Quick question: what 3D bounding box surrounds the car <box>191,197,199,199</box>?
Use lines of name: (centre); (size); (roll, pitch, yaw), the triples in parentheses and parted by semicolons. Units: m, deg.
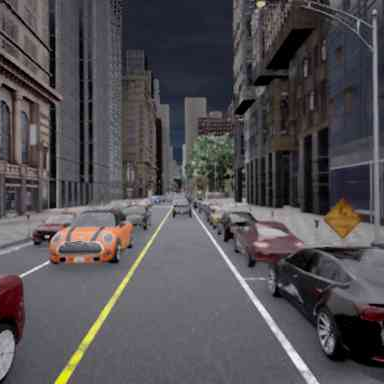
car: (1.197, 1.808, 49.664); (1.947, 1.339, 4.313); (0, 0, -2)

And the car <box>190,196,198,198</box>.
car: (1.019, 1.835, 55.148); (1.947, 1.339, 4.313); (0, 0, -2)

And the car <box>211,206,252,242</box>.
car: (2.269, 1.635, 16.760); (1.947, 1.339, 4.313); (-1, 0, -2)

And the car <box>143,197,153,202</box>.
car: (-7.318, 1.841, 49.227); (1.752, 1.417, 4.829); (0, 0, -2)

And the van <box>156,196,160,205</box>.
van: (-7.861, 1.739, 65.851); (1.690, 1.788, 3.998); (0, 0, -2)

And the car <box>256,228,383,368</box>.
car: (2.626, 1.573, 5.793); (1.947, 1.339, 4.313); (-1, 0, -2)

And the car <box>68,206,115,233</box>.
car: (-6.425, 1.698, 21.802); (1.752, 1.417, 4.829); (-1, 0, -2)

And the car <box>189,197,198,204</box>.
car: (0.298, 1.903, 77.253); (1.752, 1.417, 4.829); (0, 0, -2)

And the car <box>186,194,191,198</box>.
car: (0.480, 1.665, 71.600); (2.192, 1.841, 5.009); (0, 0, -2)

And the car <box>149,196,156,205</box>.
car: (-7.503, 1.784, 54.882); (1.967, 1.590, 4.097); (0, 0, -2)

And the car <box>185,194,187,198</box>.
car: (0.124, 1.719, 82.567); (2.192, 1.841, 5.009); (0, 0, -2)

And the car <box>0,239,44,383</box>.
car: (-3.132, 1.519, 2.509); (1.882, 1.535, 5.008); (0, 0, -2)

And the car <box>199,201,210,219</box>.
car: (1.912, 1.681, 27.728); (2.008, 1.369, 4.403); (-1, 0, -2)

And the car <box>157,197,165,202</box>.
car: (-8.753, 2.092, 93.275); (1.947, 1.339, 4.313); (0, 0, -2)

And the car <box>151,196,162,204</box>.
car: (-8.219, 1.767, 76.821); (2.192, 1.841, 5.009); (0, 0, -2)

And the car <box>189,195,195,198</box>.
car: (0.834, 1.822, 60.802); (1.752, 1.417, 4.829); (0, 0, -2)

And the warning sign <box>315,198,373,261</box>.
warning sign: (4.774, 1.129, 10.544); (1.300, 1.860, 1.060); (0, 0, -2)

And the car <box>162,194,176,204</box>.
car: (-5.430, 1.709, 76.057); (2.097, 1.767, 4.553); (-1, 0, -2)

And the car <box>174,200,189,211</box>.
car: (-1.402, 1.849, 45.893); (1.895, 1.301, 4.718); (-1, 0, -1)

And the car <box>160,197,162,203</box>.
car: (-8.039, 1.865, 71.336); (1.967, 1.590, 4.097); (0, 0, -2)

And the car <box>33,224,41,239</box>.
car: (-6.252, 1.688, 16.487); (1.887, 1.381, 4.507); (-1, 0, -2)

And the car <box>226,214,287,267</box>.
car: (2.448, 1.620, 11.277); (1.802, 1.307, 4.206); (-1, 0, -2)

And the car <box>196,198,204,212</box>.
car: (1.555, 1.739, 38.697); (2.008, 1.369, 4.403); (0, 0, -2)

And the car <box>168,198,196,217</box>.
car: (-0.974, 1.676, 33.237); (2.128, 1.511, 4.902); (-1, 0, -1)

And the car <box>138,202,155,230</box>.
car: (-3.771, 1.658, 22.457); (1.837, 1.490, 4.892); (-1, 0, -2)

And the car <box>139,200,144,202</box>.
car: (-6.966, 1.845, 38.426); (1.802, 1.307, 4.206); (-1, 0, -2)

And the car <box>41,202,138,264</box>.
car: (-3.449, 1.448, 12.215); (2.097, 1.767, 4.553); (-1, 0, -2)

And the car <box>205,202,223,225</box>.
car: (2.084, 1.626, 22.415); (1.752, 1.417, 4.829); (-1, 0, -2)
